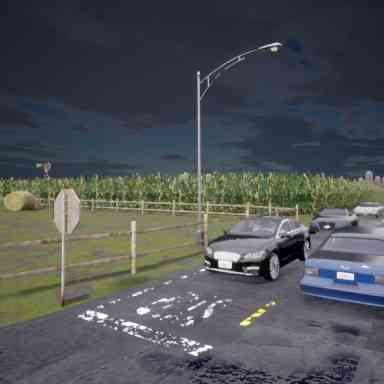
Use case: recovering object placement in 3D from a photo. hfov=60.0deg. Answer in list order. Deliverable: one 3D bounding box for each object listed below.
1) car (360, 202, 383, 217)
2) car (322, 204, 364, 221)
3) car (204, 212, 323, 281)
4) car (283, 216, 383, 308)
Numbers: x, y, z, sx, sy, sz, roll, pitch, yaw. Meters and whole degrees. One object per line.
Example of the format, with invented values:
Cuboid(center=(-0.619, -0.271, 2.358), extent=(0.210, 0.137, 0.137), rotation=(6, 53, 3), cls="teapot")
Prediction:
Cuboid(center=(15.876, 1.609, 29.850), extent=(1.895, 1.301, 4.718), rotation=(-1, 0, 35), cls="car")
Cuboid(center=(7.955, 1.582, 18.463), extent=(1.994, 1.385, 4.181), rotation=(-1, 0, 35), cls="car")
Cuboid(center=(2.205, 1.515, 10.180), extent=(2.128, 1.511, 4.902), rotation=(-1, 0, 35), cls="car")
Cuboid(center=(4.172, 1.548, 8.011), extent=(2.033, 1.411, 5.357), rotation=(-1, 0, 35), cls="car")
